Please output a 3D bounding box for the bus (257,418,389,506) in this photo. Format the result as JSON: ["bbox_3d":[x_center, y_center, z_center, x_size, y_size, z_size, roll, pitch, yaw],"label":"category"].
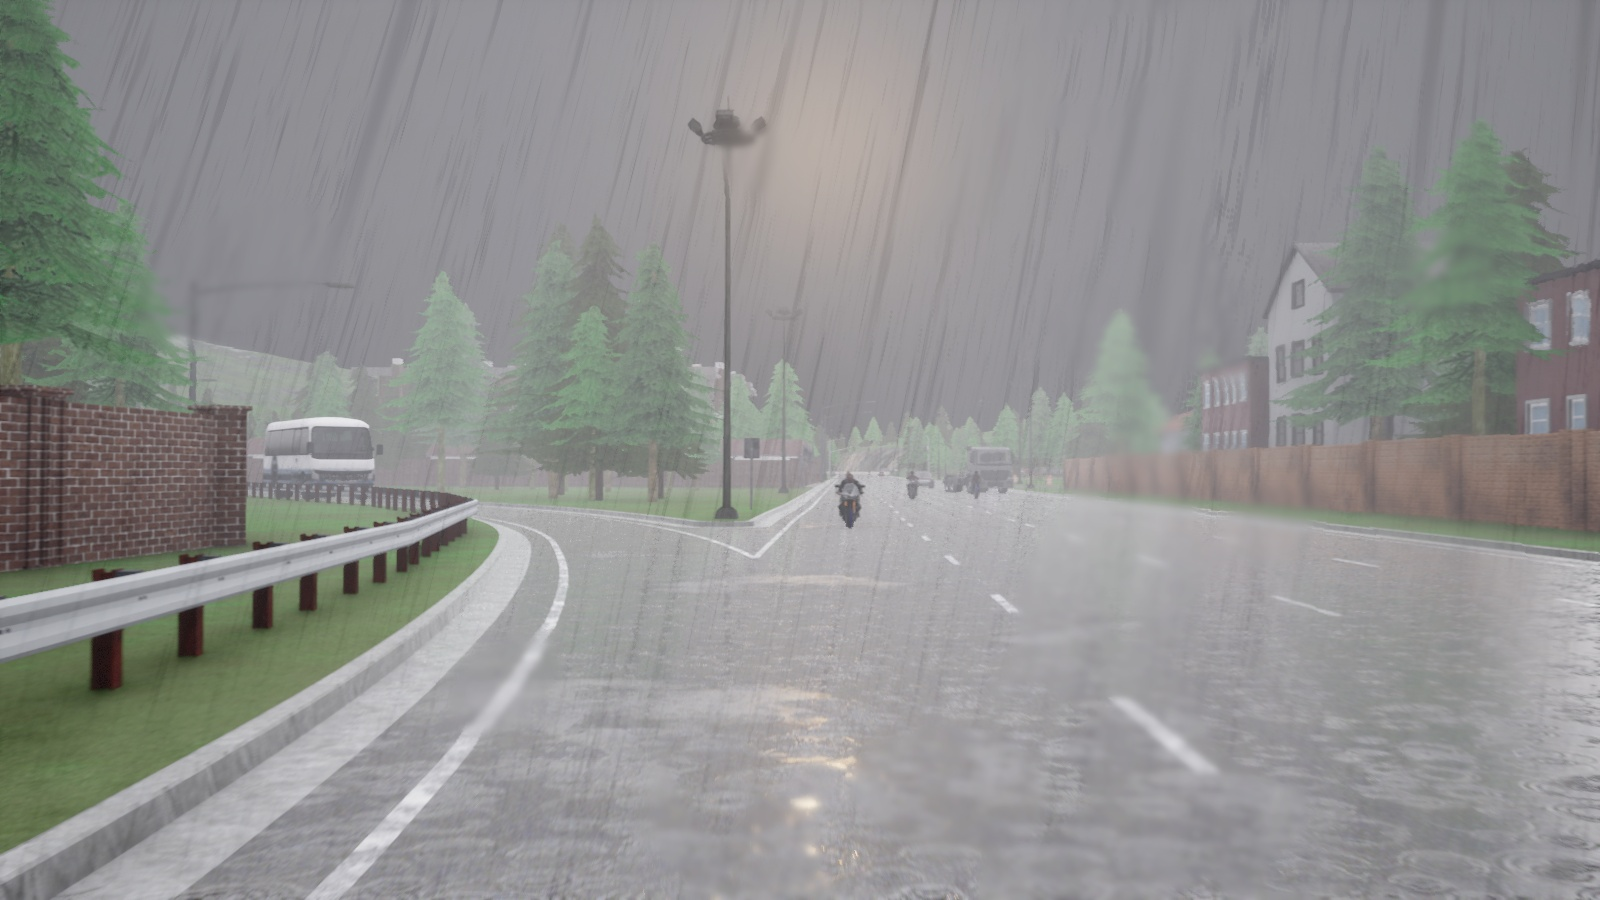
[{"bbox_3d":[-25.251,0.653,66.098,3.944,4.253,10.273,0,-1,-36],"label":"bus"}]

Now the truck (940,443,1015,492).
[{"bbox_3d":[13.045,1.332,93.159,2.891,3.462,7.936,0,-1,-12],"label":"truck"}]

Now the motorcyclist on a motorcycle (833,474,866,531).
[{"bbox_3d":[1.374,1.429,35.027,0.866,1.530,2.191,0,-1,2],"label":"motorcyclist on a motorcycle"}]
